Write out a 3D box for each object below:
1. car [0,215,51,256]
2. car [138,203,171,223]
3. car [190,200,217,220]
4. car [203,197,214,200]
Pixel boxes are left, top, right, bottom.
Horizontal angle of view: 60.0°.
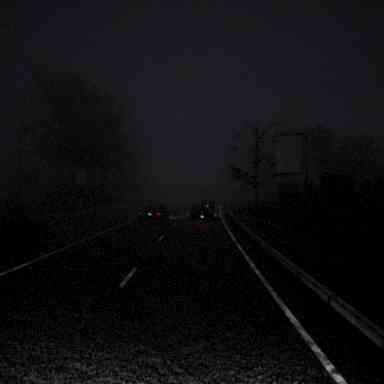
[{"bbox_3d":[-6.899,1.538,11.649,2.033,1.411,5.357,0,0,2],"label":"car"},{"bbox_3d":[-2.750,1.540,25.090,2.033,1.411,5.357,0,0,3],"label":"car"},{"bbox_3d":[0.902,1.596,27.722,1.895,1.301,4.718,0,0,3],"label":"car"},{"bbox_3d":[2.287,1.499,46.210,1.837,1.490,4.892,0,1,5],"label":"car"}]
